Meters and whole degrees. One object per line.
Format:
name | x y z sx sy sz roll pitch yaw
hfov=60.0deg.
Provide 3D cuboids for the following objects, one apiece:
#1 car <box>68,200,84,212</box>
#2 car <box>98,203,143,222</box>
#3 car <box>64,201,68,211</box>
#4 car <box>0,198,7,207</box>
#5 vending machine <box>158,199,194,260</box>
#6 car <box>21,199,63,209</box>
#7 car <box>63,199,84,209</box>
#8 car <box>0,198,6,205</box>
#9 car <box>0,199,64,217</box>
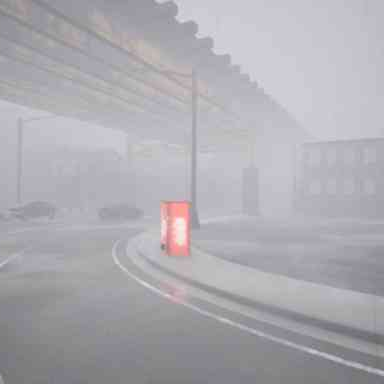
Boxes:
car | -15.976 1.790 44.751 2.038 1.542 4.974 1 -1 -30
car | -6.136 1.727 29.211 1.882 1.535 5.008 0 -1 22
car | -19.329 1.752 43.115 4.974 1.542 2.038 0 -1 0
car | -34.423 1.784 56.394 4.974 1.542 2.038 0 -1 -5
vending machine | -0.601 1.314 12.096 1.100 2.100 0.880 1 -1 -19
car | -19.380 1.595 43.116 4.536 1.218 1.853 0 -1 0
car | -16.002 1.633 44.798 1.853 1.218 4.536 1 -1 -30
car | -34.370 1.627 56.400 4.536 1.218 1.853 0 -1 -5
car | -11.761 1.343 24.296 1.812 1.442 4.674 0 -1 12
